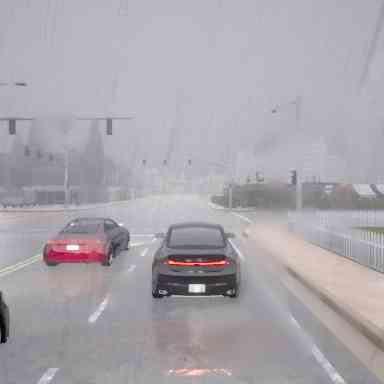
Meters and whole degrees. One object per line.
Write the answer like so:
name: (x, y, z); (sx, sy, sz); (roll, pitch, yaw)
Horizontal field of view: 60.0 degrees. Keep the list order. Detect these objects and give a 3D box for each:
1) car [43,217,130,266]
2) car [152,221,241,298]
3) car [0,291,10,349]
car: (-3.416, 1.564, 11.517); (1.994, 1.385, 4.181); (0, 0, 0)
car: (0.088, 1.505, 8.478); (1.837, 1.490, 4.892); (0, 0, 0)
car: (-3.408, 1.492, 2.609); (2.128, 1.511, 4.902); (0, 0, 0)
